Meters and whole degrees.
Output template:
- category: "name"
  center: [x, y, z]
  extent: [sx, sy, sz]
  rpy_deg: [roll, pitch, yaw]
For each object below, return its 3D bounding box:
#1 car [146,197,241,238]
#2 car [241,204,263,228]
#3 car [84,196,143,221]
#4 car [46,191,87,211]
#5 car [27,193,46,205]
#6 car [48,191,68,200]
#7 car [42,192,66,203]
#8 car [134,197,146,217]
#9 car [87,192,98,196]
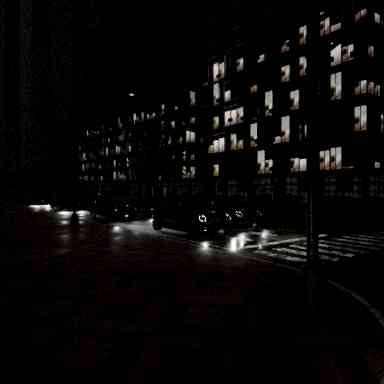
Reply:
- category: "car"
  center: [-0.075, 1.124, 16.497]
  extent: [2.097, 1.767, 4.553]
  rpy_deg: [0, 1, -38]
- category: "car"
  center: [1.911, 1.104, 19.227]
  extent: [2.097, 1.767, 4.553]
  rpy_deg: [0, 1, -38]
- category: "car"
  center: [-5.653, 1.208, 23.555]
  extent: [1.895, 1.301, 4.718]
  rpy_deg: [0, 1, -38]
- category: "car"
  center: [-12.075, 0.923, 31.709]
  extent: [1.837, 1.490, 4.892]
  rpy_deg: [0, 1, -38]
- category: "car"
  center: [-18.296, 0.795, 39.673]
  extent: [1.994, 1.385, 4.181]
  rpy_deg: [0, 1, -38]
- category: "car"
  center: [-22.574, 0.541, 55.894]
  extent: [1.895, 1.301, 4.718]
  rpy_deg: [0, 1, -38]
- category: "car"
  center: [-19.095, 0.728, 46.030]
  extent: [1.895, 1.301, 4.718]
  rpy_deg: [0, 1, -38]
- category: "car"
  center: [-3.966, 1.126, 26.661]
  extent: [2.033, 1.411, 5.357]
  rpy_deg: [0, 1, -38]
- category: "car"
  center: [-10.188, 0.995, 34.563]
  extent: [1.895, 1.301, 4.718]
  rpy_deg: [0, 1, -38]
